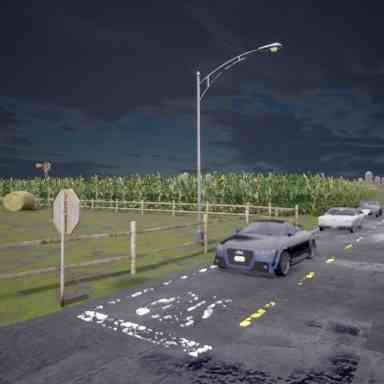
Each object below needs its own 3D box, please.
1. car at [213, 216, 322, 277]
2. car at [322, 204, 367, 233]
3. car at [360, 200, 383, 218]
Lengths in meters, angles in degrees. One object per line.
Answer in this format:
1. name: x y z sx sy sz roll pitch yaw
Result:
1. car: 2.427 1.593 10.489 1.994 1.385 4.181 -1 0 36
2. car: 9.017 1.633 20.016 1.895 1.301 4.718 -1 0 34
3. car: 16.120 1.518 30.247 2.128 1.511 4.902 -1 0 35
